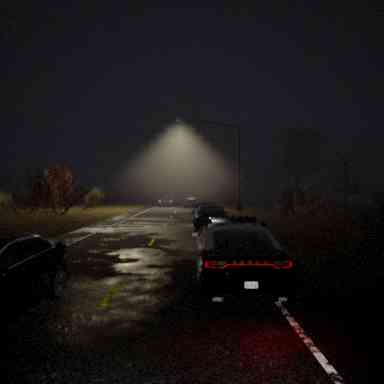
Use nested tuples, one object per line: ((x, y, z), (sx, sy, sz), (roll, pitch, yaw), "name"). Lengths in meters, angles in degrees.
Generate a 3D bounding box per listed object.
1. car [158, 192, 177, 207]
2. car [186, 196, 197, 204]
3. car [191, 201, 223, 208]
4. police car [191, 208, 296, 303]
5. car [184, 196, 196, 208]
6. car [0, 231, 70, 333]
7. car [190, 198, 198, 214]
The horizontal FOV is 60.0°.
((-3.709, 1.264, 47.990), (2.097, 1.767, 4.553), (0, 0, 0), "car")
((-0.145, 1.402, 59.126), (1.812, 1.442, 4.674), (0, 0, 0), "car")
((1.008, 1.486, 18.288), (1.837, 1.490, 4.892), (0, 0, 0), "car")
((1.031, 1.418, 8.397), (1.930, 1.638, 5.238), (0, 0, 0), "police car")
((-0.073, 1.410, 45.792), (2.128, 1.511, 4.902), (0, 0, 0), "car")
((-3.613, 1.487, 5.498), (2.128, 1.511, 4.902), (0, 0, 0), "car")
((0.994, 1.448, 24.290), (1.882, 1.535, 5.008), (0, 0, 0), "car")
